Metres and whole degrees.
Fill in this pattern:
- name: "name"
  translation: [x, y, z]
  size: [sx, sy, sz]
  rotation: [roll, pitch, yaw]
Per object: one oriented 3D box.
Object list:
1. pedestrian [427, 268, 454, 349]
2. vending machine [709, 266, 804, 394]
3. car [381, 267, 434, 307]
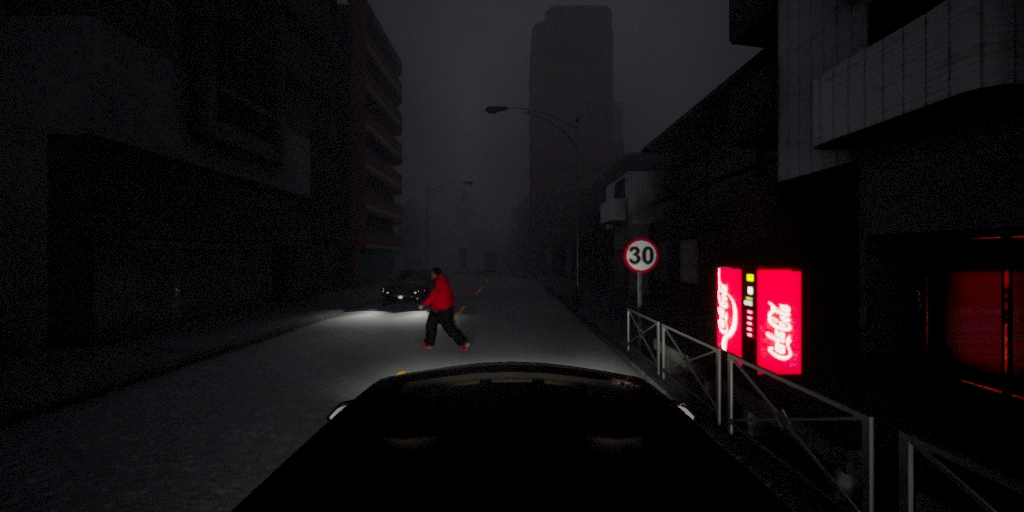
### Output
- name: "pedestrian"
  translation: [-1.480, 1.049, 7.453]
  size: [0.375, 1.860, 0.375]
  rotation: [0, 0, 0]
- name: "vending machine"
  translation: [4.299, 1.170, 6.302]
  size: [1.100, 2.100, 0.880]
  rotation: [0, 0, 0]
- name: "car"
  translation: [-4.093, 1.267, 15.586]
  size: [1.837, 1.490, 4.892]
  rotation: [0, 0, 0]
